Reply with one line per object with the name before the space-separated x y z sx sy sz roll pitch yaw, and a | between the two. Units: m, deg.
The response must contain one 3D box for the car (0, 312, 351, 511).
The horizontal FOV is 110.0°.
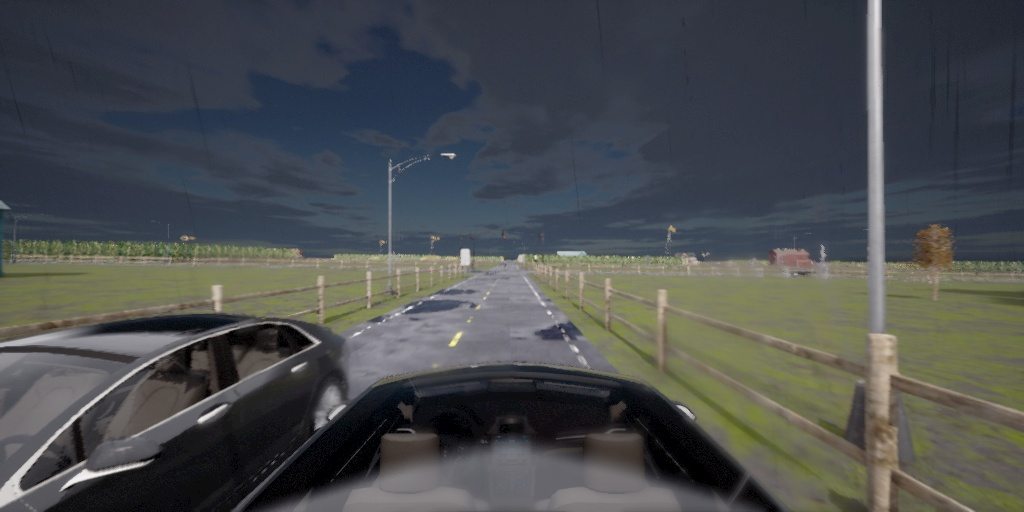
car | -2.851 1.261 2.437 1.837 1.490 4.892 0 0 0
